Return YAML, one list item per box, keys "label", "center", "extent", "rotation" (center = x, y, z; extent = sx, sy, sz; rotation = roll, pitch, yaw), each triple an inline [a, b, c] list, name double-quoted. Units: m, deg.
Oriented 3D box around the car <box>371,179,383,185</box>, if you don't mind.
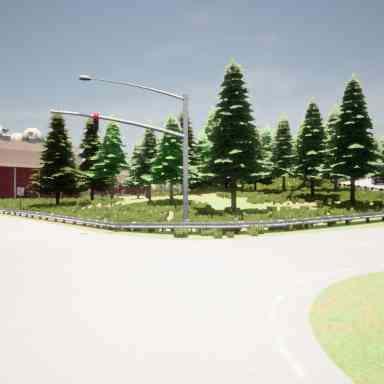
- label: "car"
  center: [29.049, -1.912, 51.483]
  extent: [1.837, 1.490, 4.892]
  rotation: [0, 5, 21]
